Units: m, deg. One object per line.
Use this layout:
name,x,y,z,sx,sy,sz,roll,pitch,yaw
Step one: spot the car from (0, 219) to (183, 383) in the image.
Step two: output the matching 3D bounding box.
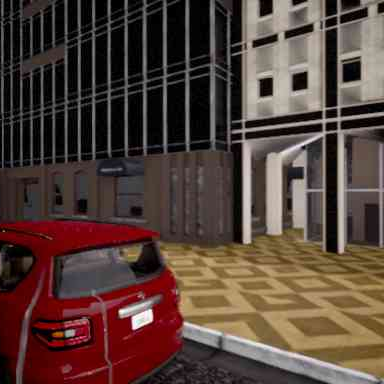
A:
car,-2.425,1.306,4.610,5.009,1.841,2.192,0,0,36
